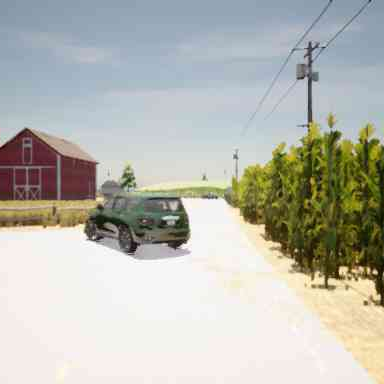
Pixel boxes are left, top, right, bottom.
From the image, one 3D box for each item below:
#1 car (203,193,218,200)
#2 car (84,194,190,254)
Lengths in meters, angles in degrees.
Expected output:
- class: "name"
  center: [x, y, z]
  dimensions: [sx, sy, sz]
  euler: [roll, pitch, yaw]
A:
- class: "car"
  center: [3.708, 0.868, 67.413]
  dimensions: [1.994, 1.385, 4.181]
  euler: [0, 1, -20]
- class: "car"
  center: [-2.311, 1.086, 13.156]
  dimensions: [2.150, 2.045, 5.566]
  euler: [1, 0, -37]
